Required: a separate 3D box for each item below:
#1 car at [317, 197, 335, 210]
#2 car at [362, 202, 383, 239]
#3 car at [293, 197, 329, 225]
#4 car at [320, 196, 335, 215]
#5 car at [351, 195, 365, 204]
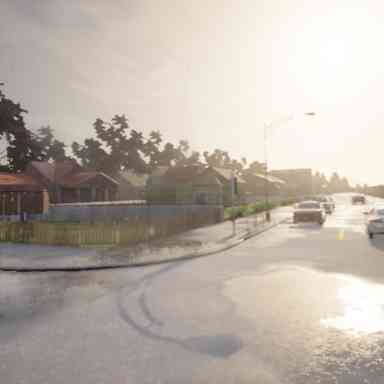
[{"bbox_3d":[16.894,1.367,41.831,1.812,1.442,4.674,-2,0,25],"label":"car"},{"bbox_3d":[9.463,1.392,16.107,1.812,1.442,4.674,-2,0,25],"label":"car"},{"bbox_3d":[8.457,1.416,23.871,1.882,1.535,5.008,-2,0,25],"label":"car"},{"bbox_3d":[12.660,1.242,32.866,2.097,1.767,4.553,-2,0,25],"label":"car"},{"bbox_3d":[26.714,1.149,53.510,1.882,1.535,5.008,-2,0,25],"label":"car"}]
